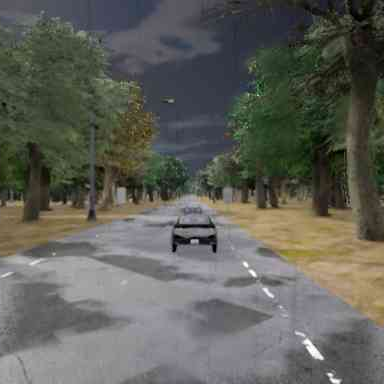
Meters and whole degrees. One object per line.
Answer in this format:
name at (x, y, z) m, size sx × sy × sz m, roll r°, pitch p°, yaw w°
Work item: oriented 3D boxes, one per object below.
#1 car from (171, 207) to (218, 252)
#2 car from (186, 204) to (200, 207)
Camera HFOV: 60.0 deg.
car at (0.098, 1.637, 14.713) m, size 2.128 × 1.511 × 4.902 m, roll 0°, pitch -1°, yaw 0°
car at (0.098, 1.938, 36.294) m, size 1.895 × 1.301 × 4.718 m, roll 0°, pitch 0°, yaw 0°
